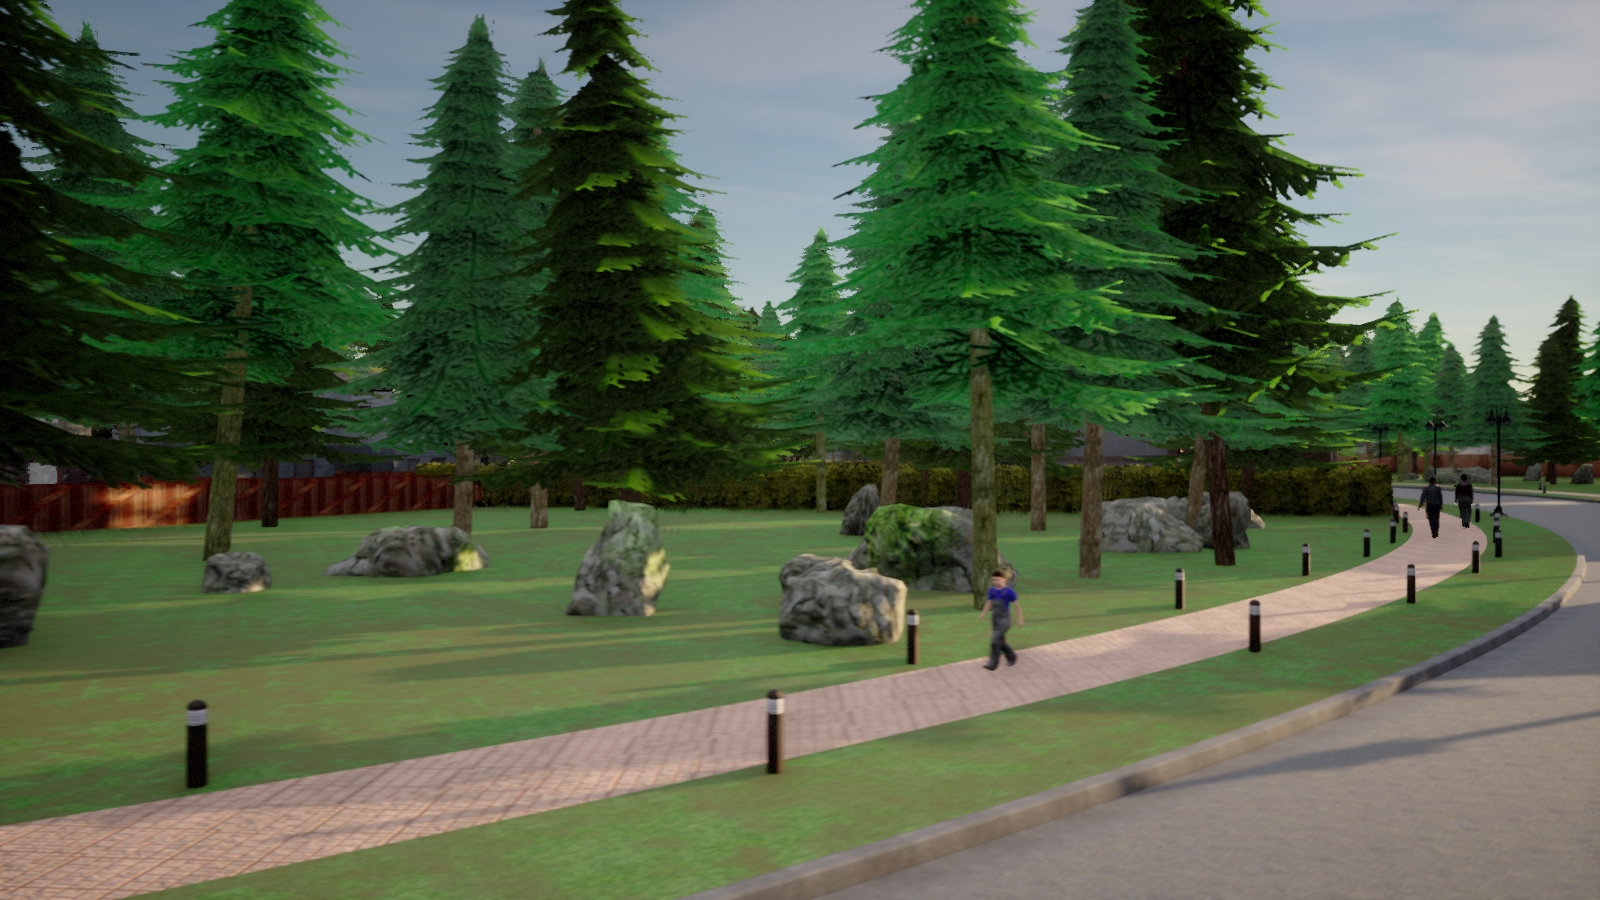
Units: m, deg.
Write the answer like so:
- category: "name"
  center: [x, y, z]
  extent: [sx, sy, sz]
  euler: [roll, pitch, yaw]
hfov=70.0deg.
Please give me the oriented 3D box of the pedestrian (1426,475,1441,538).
- category: "pedestrian"
  center: [18.881, 1.670, 34.053]
  extent: [0.375, 1.860, 0.375]
  euler: [0, 0, 30]

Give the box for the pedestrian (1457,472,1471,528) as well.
- category: "pedestrian"
  center: [22.187, 1.671, 38.185]
  extent: [0.375, 1.860, 0.375]
  euler: [0, 0, 37]

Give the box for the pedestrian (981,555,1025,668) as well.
- category: "pedestrian"
  center: [2.466, 1.947, 13.887]
  extent: [0.375, 1.300, 0.375]
  euler: [0, 0, -41]
